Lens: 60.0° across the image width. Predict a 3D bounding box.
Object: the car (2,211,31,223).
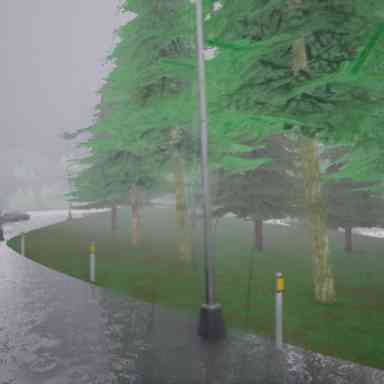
[{"bbox_3d":[-22.652,3.195,43.127,2.128,1.511,4.902,-2,-2,-3],"label":"car"}]
